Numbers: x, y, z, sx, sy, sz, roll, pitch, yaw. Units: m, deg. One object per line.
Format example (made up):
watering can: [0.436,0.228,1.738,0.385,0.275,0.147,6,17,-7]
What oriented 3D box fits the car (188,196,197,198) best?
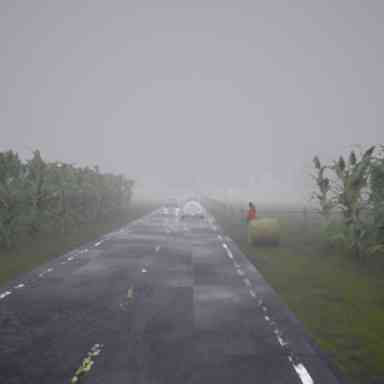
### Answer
car: [0.092,1.387,44.809,2.097,1.767,4.553,0,0,0]

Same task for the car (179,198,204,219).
car: [0.064,1.556,29.348,1.812,1.442,4.674,0,0,0]

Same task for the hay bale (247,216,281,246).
hay bale: [3.126,1.675,14.577,1.220,1.180,1.240,-1,-1,0]

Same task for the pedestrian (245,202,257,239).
pedestrian: [2.811,1.328,15.683,0.375,1.860,0.375,1,-1,-3]

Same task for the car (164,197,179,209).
car: [-2.806,1.541,47.327,1.837,1.490,4.892,0,0,0]
